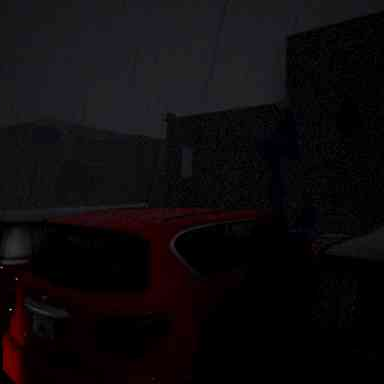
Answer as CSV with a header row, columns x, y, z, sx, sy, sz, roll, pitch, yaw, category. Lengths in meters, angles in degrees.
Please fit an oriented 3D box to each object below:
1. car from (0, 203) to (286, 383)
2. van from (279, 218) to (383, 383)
x,y,z,sx,sy,sz,roll,pitch,yaw,category
0.316,1.227,4.955,2.435,2.045,5.566,0,0,35,car
2.633,1.254,3.411,1.878,1.987,4.442,0,0,35,van
